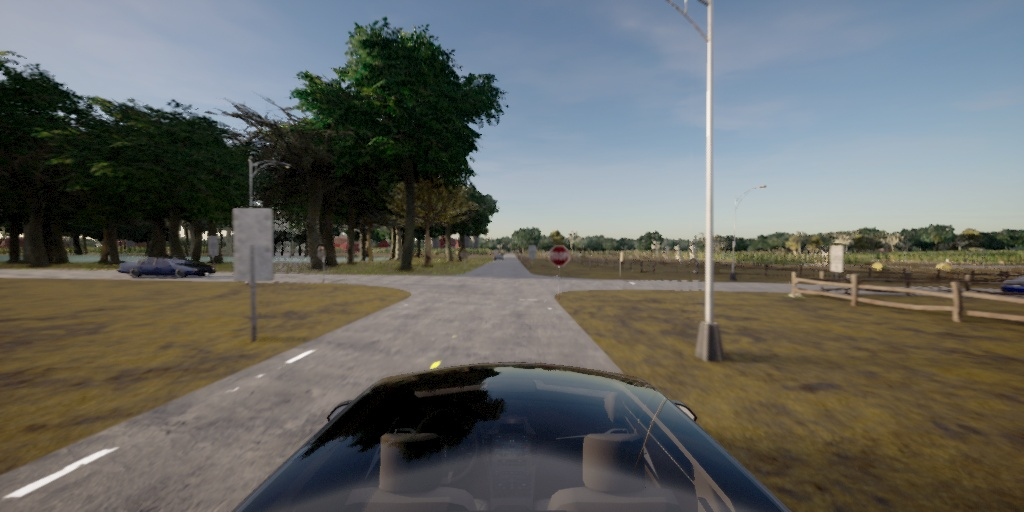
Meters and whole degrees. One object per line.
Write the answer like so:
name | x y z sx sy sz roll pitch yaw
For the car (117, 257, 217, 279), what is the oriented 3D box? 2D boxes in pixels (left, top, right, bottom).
car | -23.438 0.769 24.413 5.357 1.411 2.033 1 2 0

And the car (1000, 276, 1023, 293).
car | 36.860 2.058 24.774 4.181 1.385 1.994 2 2 0
